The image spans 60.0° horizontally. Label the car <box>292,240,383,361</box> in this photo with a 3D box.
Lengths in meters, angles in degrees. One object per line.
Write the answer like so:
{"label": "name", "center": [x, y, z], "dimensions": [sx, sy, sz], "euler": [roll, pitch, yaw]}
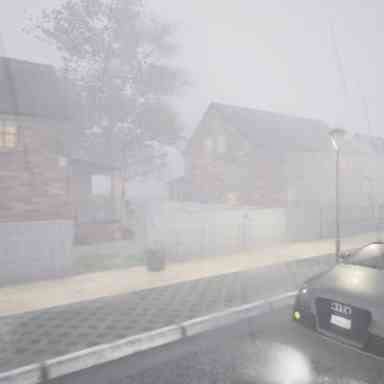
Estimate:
{"label": "car", "center": [3.621, 1.543, 5.579], "dimensions": [4.181, 1.385, 1.994], "euler": [0, 0, -35]}
